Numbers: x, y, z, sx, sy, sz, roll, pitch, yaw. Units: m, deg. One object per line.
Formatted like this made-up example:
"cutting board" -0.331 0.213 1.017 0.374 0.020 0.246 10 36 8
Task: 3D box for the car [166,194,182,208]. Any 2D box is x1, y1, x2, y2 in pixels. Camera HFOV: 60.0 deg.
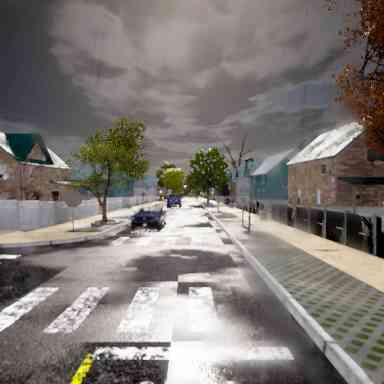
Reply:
"car" -2.750 1.296 52.156 2.150 2.045 5.566 0 0 0

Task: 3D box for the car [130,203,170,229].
"car" -2.755 1.632 21.761 1.895 1.301 4.718 0 0 0
